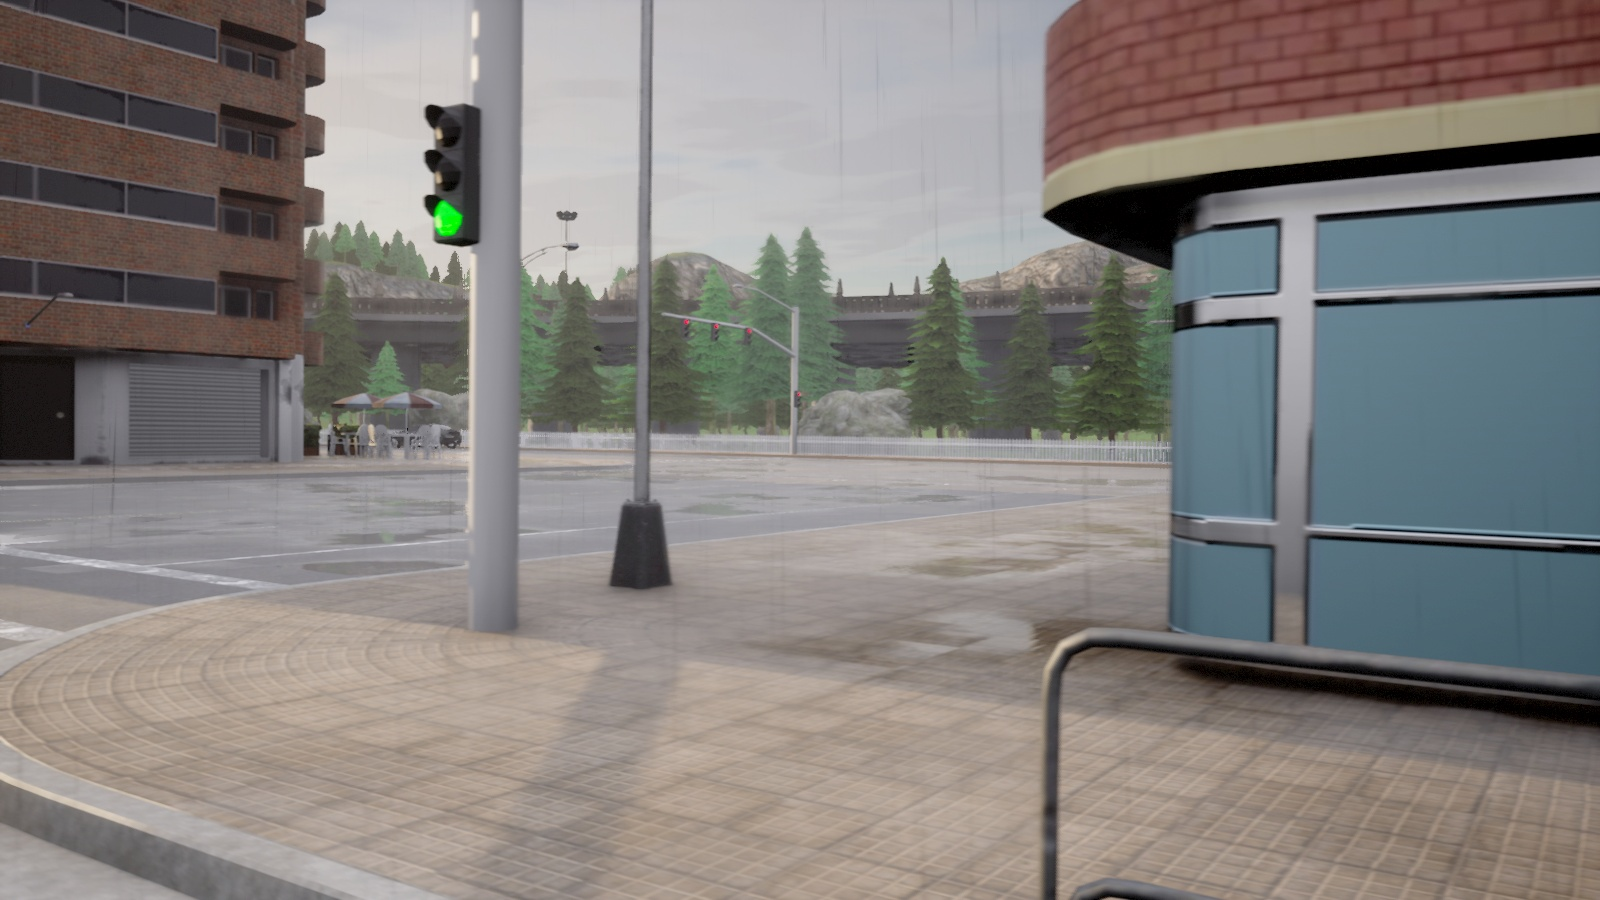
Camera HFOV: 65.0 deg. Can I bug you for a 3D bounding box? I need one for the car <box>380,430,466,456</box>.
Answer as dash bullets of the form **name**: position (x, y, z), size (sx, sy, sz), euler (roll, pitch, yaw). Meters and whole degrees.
- **car**: position (-22.395, -0.407, 74.626), size (4.892, 1.490, 1.837), euler (0, 1, 25)
